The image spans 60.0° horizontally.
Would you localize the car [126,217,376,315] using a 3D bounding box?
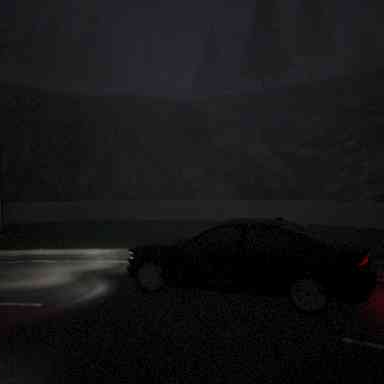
[{"bbox_3d":[0.981,1.280,6.953,5.008,1.535,1.882,0,1,23],"label":"car"}]
